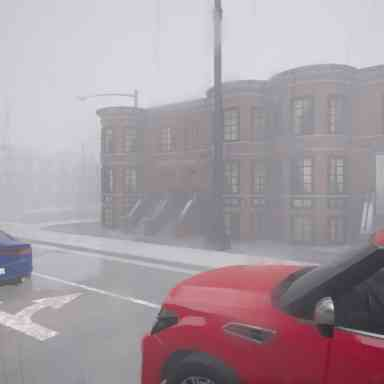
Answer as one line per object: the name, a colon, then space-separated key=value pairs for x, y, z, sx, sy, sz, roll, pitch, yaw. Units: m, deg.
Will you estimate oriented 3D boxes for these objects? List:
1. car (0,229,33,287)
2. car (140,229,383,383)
car: x=-5.950 y=1.478 z=8.236 sx=5.008 sy=1.535 sz=1.882 roll=0 pitch=0 yaw=36
car: x=2.138 y=1.221 z=2.464 sx=5.566 sy=2.045 sz=2.150 roll=0 pitch=0 yaw=36
